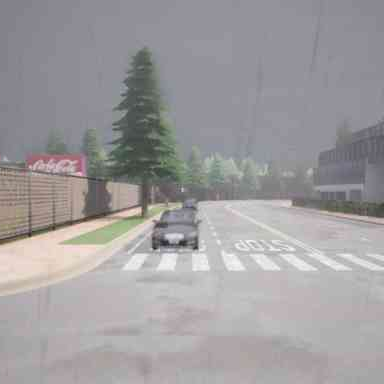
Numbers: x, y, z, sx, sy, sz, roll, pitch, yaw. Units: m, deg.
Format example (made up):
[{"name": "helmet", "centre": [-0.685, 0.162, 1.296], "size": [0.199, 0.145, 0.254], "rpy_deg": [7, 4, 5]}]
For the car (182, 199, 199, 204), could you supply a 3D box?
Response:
[{"name": "car", "centre": [-0.140, 1.550, 40.575], "size": [2.033, 1.411, 5.357], "rpy_deg": [0, 0, 3]}]

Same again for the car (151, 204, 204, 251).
[{"name": "car", "centre": [-0.575, 1.501, 14.292], "size": [2.128, 1.511, 4.902], "rpy_deg": [0, 0, 2]}]
